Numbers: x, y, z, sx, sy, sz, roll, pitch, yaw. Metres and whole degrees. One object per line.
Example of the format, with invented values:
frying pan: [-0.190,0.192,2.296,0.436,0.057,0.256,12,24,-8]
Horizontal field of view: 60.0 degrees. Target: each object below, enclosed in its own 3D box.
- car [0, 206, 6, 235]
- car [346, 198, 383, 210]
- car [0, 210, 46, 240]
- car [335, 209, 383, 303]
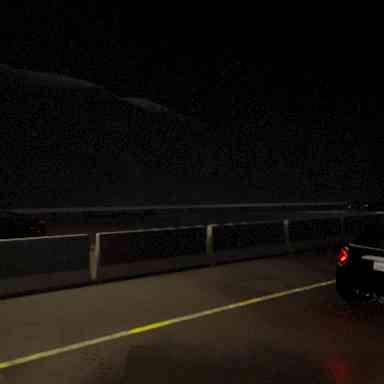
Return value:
car: [-12.449,1.508,16.530,5.357,1.411,2.033,0,0,-36]
car: [20.119,1.437,38.592,4.902,1.511,2.128,0,0,-22]
car: [-8.768,1.530,14.794,4.181,1.385,1.994,0,0,-35]
car: [5.146,1.342,7.012,4.553,1.767,2.097,0,0,-33]
